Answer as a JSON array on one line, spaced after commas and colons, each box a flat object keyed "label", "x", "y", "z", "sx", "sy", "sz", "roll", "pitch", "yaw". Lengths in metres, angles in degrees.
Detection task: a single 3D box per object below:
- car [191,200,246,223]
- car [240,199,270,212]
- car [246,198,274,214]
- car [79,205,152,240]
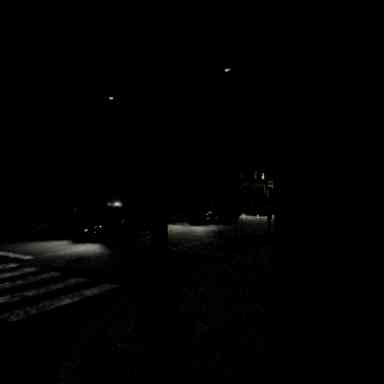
[{"label": "car", "x": 1.846, "y": 1.388, "z": 24.809, "sx": 1.882, "sy": 1.535, "sz": 5.008, "roll": -1, "pitch": 0, "yaw": 34}, {"label": "car", "x": 7.192, "y": 1.452, "z": 37.622, "sx": 1.802, "sy": 1.307, "sz": 4.206, "roll": 0, "pitch": 0, "yaw": 34}, {"label": "car", "x": 7.499, "y": 1.337, "z": 33.148, "sx": 1.882, "sy": 1.535, "sz": 5.008, "roll": -1, "pitch": 0, "yaw": 34}, {"label": "car", "x": -3.434, "y": 1.464, "z": 17.000, "sx": 1.837, "sy": 1.490, "sz": 4.892, "roll": -1, "pitch": 0, "yaw": 34}]
